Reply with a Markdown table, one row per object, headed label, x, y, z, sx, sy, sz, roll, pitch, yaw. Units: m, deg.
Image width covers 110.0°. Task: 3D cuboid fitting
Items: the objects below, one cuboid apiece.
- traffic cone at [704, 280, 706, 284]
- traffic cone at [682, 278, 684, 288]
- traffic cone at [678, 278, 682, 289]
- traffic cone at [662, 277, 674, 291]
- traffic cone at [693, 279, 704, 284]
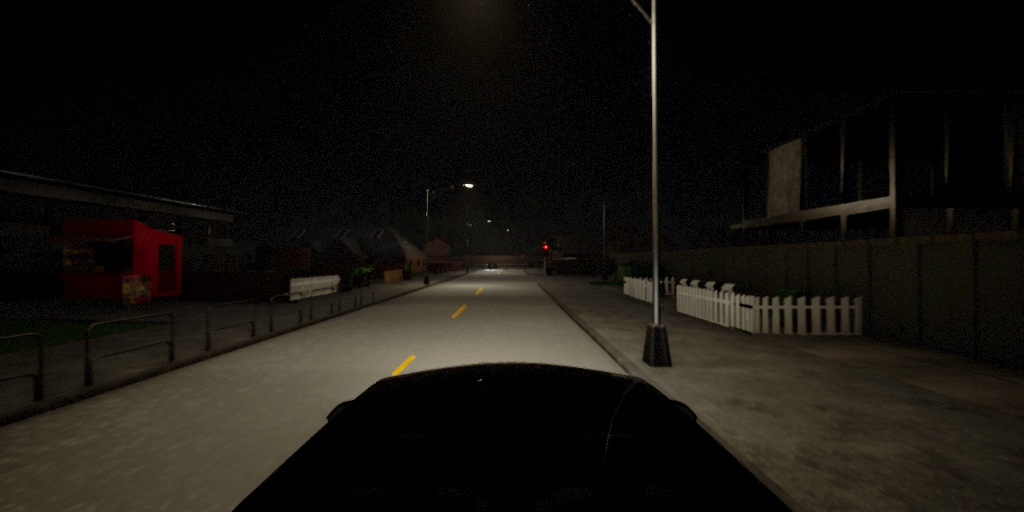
| label | x | y | z | sx | sy | sz | roll | pitch | yaw |
| --- | --- | --- | --- | --- | --- | --- | --- | --- | --- |
| traffic cone | 16.302 | 1.918 | 31.031 | 0.344 | 0.586 | 0.344 | 0 | 0 | 0 |
| traffic cone | 11.739 | 1.820 | 25.425 | 0.344 | 0.586 | 0.344 | 0 | 0 | 0 |
| traffic cone | 11.378 | 1.811 | 24.856 | 0.344 | 0.586 | 0.344 | 0 | 0 | 0 |
| traffic cone | 10.379 | 1.824 | 23.815 | 0.344 | 0.586 | 0.344 | 0 | 0 | 0 |
| traffic cone | 15.783 | 1.881 | 30.311 | 0.344 | 0.586 | 0.344 | 0 | 0 | 0 |
